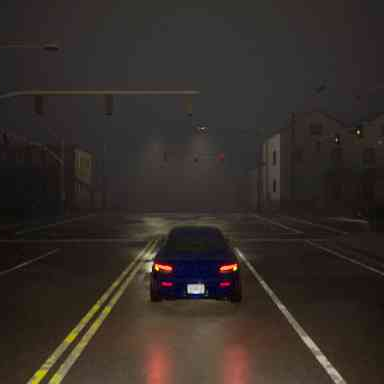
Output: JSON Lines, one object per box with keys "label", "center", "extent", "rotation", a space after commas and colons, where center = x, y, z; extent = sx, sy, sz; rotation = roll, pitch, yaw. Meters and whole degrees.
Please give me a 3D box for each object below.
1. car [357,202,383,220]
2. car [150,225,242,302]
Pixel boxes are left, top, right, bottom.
{"label": "car", "center": [16.371, 1.573, 27.897], "extent": [4.674, 1.442, 1.812], "rotation": [0, 0, -1]}
{"label": "car", "center": [0.087, 1.540, 8.147], "extent": [1.812, 1.442, 4.674], "rotation": [0, 0, 0]}
